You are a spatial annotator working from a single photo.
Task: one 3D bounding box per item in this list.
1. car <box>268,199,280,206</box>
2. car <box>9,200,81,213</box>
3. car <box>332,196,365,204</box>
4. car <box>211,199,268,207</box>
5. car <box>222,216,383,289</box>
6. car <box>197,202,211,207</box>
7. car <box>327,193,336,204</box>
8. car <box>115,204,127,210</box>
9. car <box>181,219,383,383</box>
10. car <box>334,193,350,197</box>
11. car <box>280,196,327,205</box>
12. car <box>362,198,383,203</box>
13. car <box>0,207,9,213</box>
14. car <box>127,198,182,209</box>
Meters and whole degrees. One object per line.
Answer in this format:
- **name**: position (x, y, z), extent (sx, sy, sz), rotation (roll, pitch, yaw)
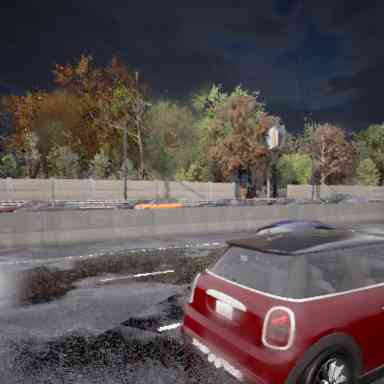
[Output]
- **car**: position (12.052, 1.549, 43.345), extent (5.357, 1.411, 2.033), rotation (0, 0, -30)
- **car**: position (-11.135, 1.492, 25.704), extent (4.902, 1.511, 2.128), rotation (0, 0, -30)
- **car**: position (19.241, 1.529, 39.432), extent (4.674, 1.442, 1.812), rotation (0, 0, -31)
- **car**: position (5.035, 1.548, 35.180), extent (5.357, 1.411, 2.033), rotation (0, 0, -31)
- **car**: position (3.300, 1.525, 9.593), extent (4.674, 1.442, 1.812), rotation (0, 0, -30)
- **car**: position (3.174, 1.548, 38.152), extent (5.357, 1.411, 2.033), rotation (0, 0, -30)
- **car**: position (20.974, 1.228, 48.570), extent (5.566, 2.045, 2.150), rotation (0, 0, -30)
- **car**: position (-5.260, 1.505, 33.200), extent (4.892, 1.490, 1.837), rotation (0, 0, -30)
- **car**: position (2.190, 1.353, 4.881), extent (4.553, 1.767, 2.097), rotation (0, 0, -31)
- **car**: position (21.952, 1.358, 45.090), extent (4.553, 1.767, 2.097), rotation (0, 0, -30)
- **car**: position (13.436, 1.493, 40.101), extent (4.902, 1.511, 2.128), rotation (0, 0, -30)
- **car**: position (21.333, 1.604, 36.614), extent (4.718, 1.301, 1.895), rotation (0, 0, -30)
- **car**: position (-13.629, 1.478, 28.301), extent (5.008, 1.535, 1.882), rotation (0, 0, -30)
- **car**: position (-3.153, 1.352, 30.380), extent (4.553, 1.767, 2.097), rotation (0, 0, -30)
